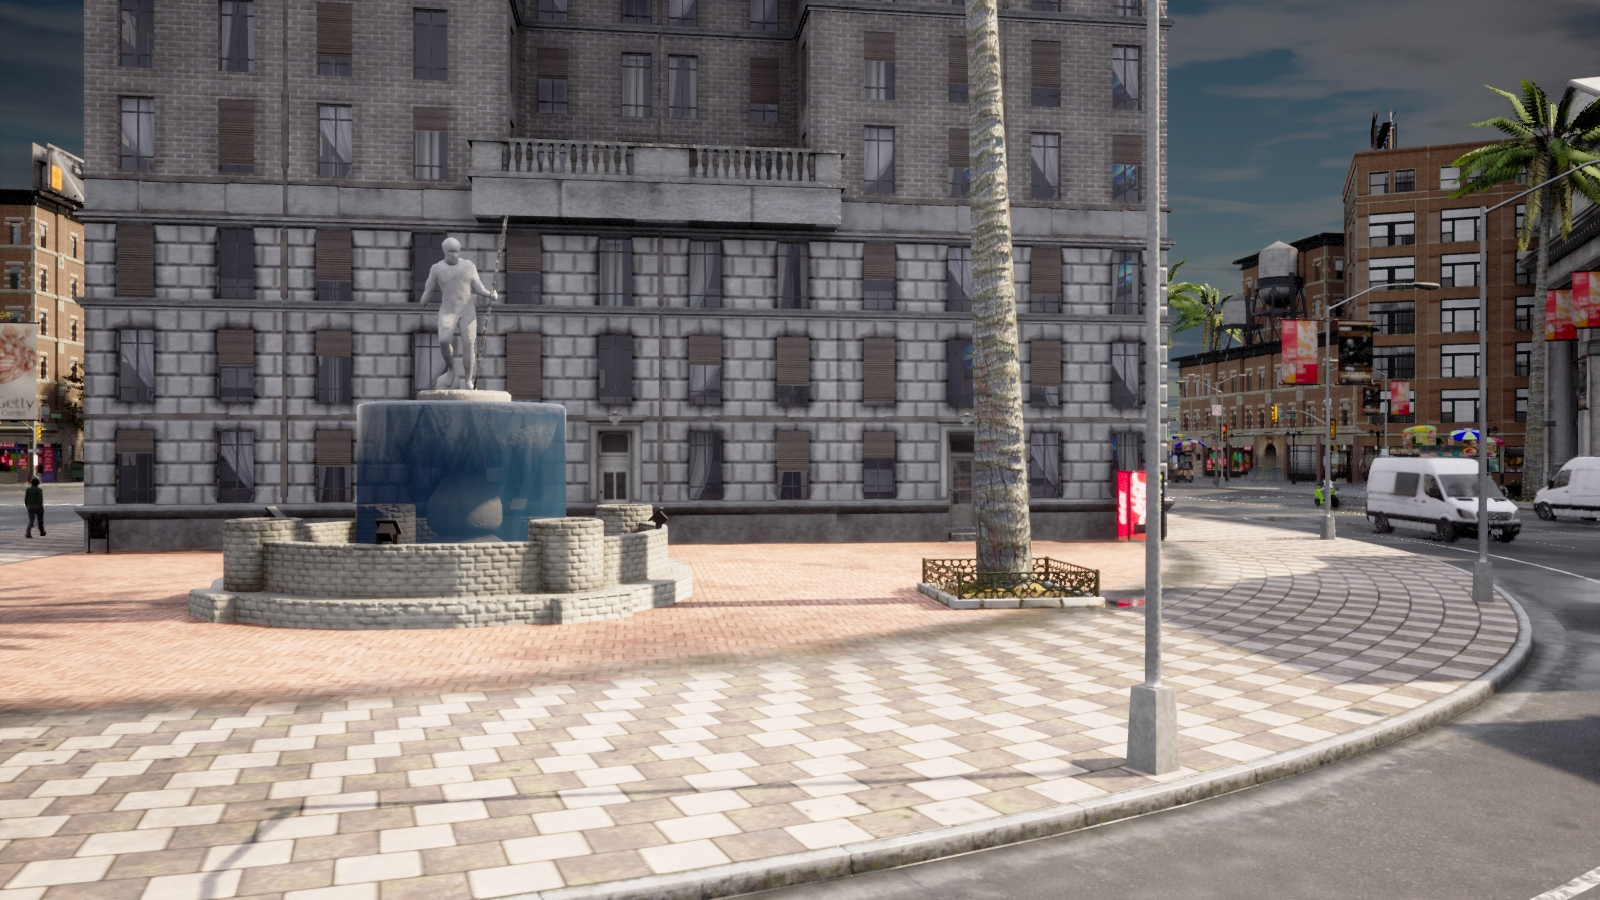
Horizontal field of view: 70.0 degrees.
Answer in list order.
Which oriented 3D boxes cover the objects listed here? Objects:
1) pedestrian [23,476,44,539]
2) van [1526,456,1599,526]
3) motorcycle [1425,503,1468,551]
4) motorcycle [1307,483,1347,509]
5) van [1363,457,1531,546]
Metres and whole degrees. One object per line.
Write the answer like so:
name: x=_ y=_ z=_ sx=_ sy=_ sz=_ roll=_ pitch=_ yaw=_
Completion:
pedestrian: x=-22.699 y=1.697 z=33.845 sx=0.375 sy=1.860 sz=0.375 roll=0 pitch=0 yaw=-6
van: x=30.423 y=1.534 z=43.101 sx=1.988 sy=2.561 sz=5.915 roll=0 pitch=0 yaw=-4
motorcycle: x=18.415 y=2.182 z=32.578 sx=0.856 sy=1.236 sz=1.805 roll=0 pitch=0 yaw=22
motorcycle: x=25.547 y=2.213 z=55.422 sx=0.803 sy=1.145 sz=2.033 roll=0 pitch=0 yaw=-7
van: x=20.427 y=1.534 z=36.445 sx=1.988 sy=2.561 sz=5.915 roll=0 pitch=0 yaw=0
